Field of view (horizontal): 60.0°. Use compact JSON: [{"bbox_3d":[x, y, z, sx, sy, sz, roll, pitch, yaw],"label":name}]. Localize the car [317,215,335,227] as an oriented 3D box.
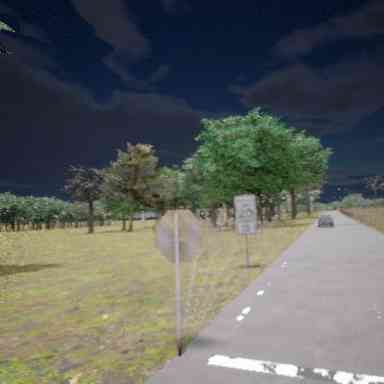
[{"bbox_3d":[17.218,3.698,42.776,1.837,1.490,4.892,-4,-4,22],"label":"car"}]
